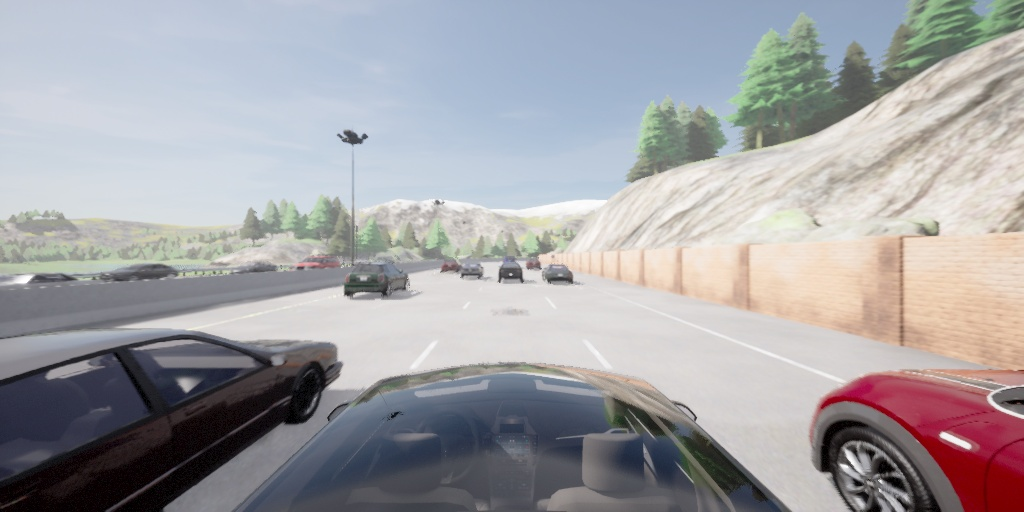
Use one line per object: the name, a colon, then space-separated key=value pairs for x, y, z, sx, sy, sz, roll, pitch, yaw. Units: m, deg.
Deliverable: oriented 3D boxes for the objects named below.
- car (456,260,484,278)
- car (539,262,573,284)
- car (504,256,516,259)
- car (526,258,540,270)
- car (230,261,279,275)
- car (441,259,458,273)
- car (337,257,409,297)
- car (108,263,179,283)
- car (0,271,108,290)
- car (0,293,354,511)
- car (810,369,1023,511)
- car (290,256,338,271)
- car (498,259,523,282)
car: x=-3.668 y=1.306 z=33.651 sx=2.033 sy=1.411 sz=5.357 roll=0 pitch=0 yaw=-1
car: x=3.409 y=1.310 z=27.338 sx=1.994 sy=1.385 sz=4.181 roll=0 pitch=0 yaw=-1
car: x=-0.351 y=0.973 z=57.748 sx=2.150 sy=2.045 sz=5.566 roll=0 pitch=0 yaw=0
car: x=3.178 y=1.100 z=53.997 sx=2.097 sy=1.767 sz=4.553 roll=0 pitch=0 yaw=0
car: x=-24.827 y=1.289 z=34.724 sx=2.128 sy=1.511 sz=4.902 roll=0 pitch=0 yaw=0
car: x=-7.235 y=1.117 z=43.683 sx=2.097 sy=1.767 sz=4.553 roll=0 pitch=0 yaw=0
car: x=-7.012 y=1.115 z=19.018 sx=2.097 sy=1.767 sz=4.553 roll=0 pitch=0 yaw=-1
car: x=-28.275 y=1.309 z=27.394 sx=1.837 sy=1.490 sz=4.892 roll=0 pitch=-1 yaw=0
car: x=-21.194 y=1.390 z=15.499 sx=1.895 sy=1.301 sz=4.718 roll=0 pitch=0 yaw=0
car: x=-3.369 y=1.304 z=2.715 sx=2.033 sy=1.411 sz=5.357 roll=0 pitch=0 yaw=0
car: x=3.578 y=1.095 z=1.145 sx=2.097 sy=1.767 sz=4.553 roll=0 pitch=0 yaw=0
car: x=-17.814 y=1.009 z=32.840 sx=2.150 sy=2.045 sz=5.566 roll=0 pitch=0 yaw=0
car: x=-0.112 y=1.229 z=29.349 sx=1.882 sy=1.535 sz=5.008 roll=0 pitch=0 yaw=-1
